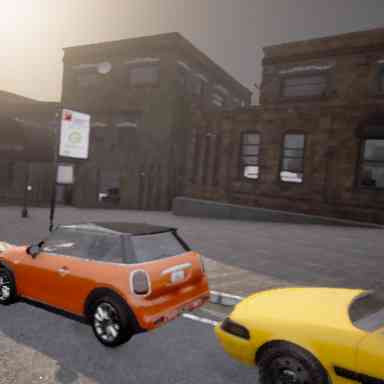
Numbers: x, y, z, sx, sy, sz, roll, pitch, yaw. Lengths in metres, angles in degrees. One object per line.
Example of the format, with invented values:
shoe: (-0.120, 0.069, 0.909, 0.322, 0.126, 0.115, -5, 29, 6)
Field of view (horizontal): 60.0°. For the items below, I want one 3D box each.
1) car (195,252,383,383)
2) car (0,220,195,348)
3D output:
car: (2.777, 1.476, 3.165, 5.366, 1.575, 1.801, 0, 0, 36)
car: (-1.968, 1.353, 6.557, 4.553, 1.767, 2.097, 0, 0, 35)
